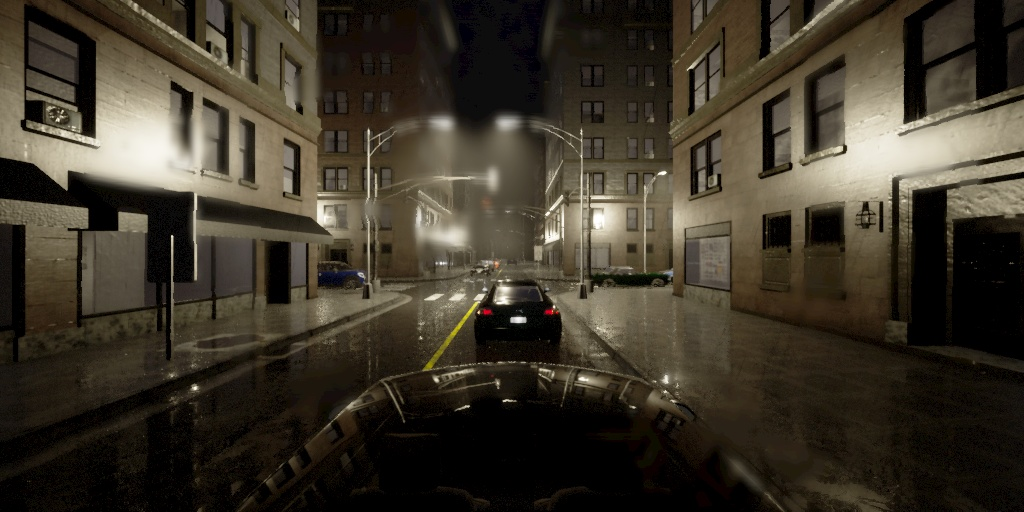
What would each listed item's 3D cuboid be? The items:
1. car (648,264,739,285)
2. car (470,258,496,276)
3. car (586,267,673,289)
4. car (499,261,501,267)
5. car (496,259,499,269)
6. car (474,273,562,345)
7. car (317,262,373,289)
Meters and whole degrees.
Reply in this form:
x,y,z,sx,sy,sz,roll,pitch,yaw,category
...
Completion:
x,y,z,sx,sy,sz,roll,pitch,yaw,category
12.613,1.260,25.197,5.357,1.411,2.033,0,0,0,car
-3.098,1.239,36.363,2.128,1.511,4.902,0,0,0,car
7.073,1.328,21.980,4.718,1.301,1.895,0,0,0,car
-3.091,1.092,55.888,2.097,1.767,4.553,0,0,-1,car
-3.103,1.294,46.106,2.033,1.411,5.357,0,0,0,car
0.113,1.314,9.536,1.994,1.385,4.181,0,0,-1,car
-10.747,1.129,21.919,4.553,1.767,2.097,0,0,0,car
